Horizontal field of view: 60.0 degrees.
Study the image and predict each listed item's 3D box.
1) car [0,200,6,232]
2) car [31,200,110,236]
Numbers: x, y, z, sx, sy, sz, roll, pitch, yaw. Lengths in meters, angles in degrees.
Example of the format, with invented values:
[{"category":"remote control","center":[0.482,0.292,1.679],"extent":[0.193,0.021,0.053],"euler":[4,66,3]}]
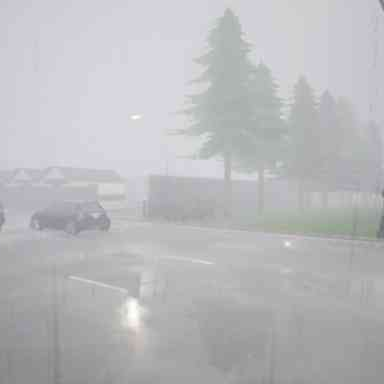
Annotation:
[{"category":"car","center":[-11.595,1.012,16.773],"extent":[5.566,2.045,2.150],"euler":[1,0,35]},{"category":"car","center":[-6.413,1.186,17.401],"extent":[4.553,1.767,2.097],"euler":[1,0,35]}]
